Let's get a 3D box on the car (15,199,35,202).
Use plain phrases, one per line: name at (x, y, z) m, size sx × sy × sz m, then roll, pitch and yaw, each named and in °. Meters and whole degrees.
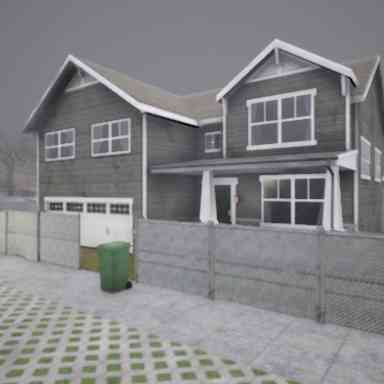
car at (-20.920, 1.701, 41.121) m, size 1.837 × 1.490 × 4.892 m, roll 0°, pitch 1°, yaw 21°
